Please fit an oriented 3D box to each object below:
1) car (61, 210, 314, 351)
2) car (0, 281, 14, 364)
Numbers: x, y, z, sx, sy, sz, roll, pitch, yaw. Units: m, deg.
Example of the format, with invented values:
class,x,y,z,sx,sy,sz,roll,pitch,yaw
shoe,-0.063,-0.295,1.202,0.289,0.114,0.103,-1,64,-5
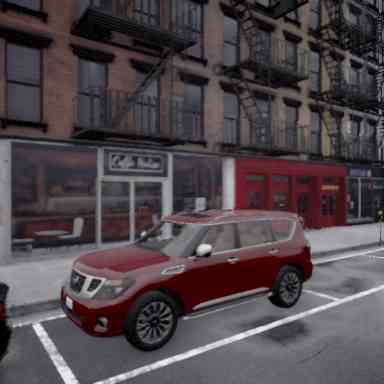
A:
class,x,y,z,sx,sy,sz,roll,pitch,yaw
car,0.243,1.313,6.370,5.009,1.841,2.192,0,0,-35
car,-4.159,1.567,3.232,4.313,1.339,1.947,0,0,-35
